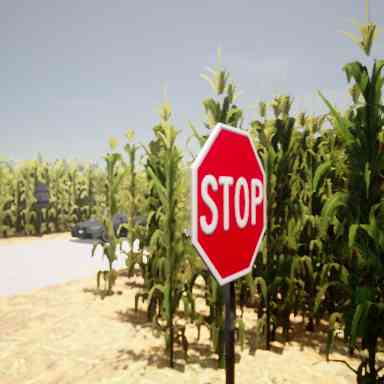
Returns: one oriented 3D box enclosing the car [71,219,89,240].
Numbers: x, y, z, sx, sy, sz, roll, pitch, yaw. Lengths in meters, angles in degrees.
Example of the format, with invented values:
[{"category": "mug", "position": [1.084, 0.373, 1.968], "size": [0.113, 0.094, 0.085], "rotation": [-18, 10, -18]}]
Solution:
[{"category": "car", "position": [-3.783, 1.594, 16.414], "size": [1.994, 1.385, 4.181], "rotation": [0, 0, 36]}]
